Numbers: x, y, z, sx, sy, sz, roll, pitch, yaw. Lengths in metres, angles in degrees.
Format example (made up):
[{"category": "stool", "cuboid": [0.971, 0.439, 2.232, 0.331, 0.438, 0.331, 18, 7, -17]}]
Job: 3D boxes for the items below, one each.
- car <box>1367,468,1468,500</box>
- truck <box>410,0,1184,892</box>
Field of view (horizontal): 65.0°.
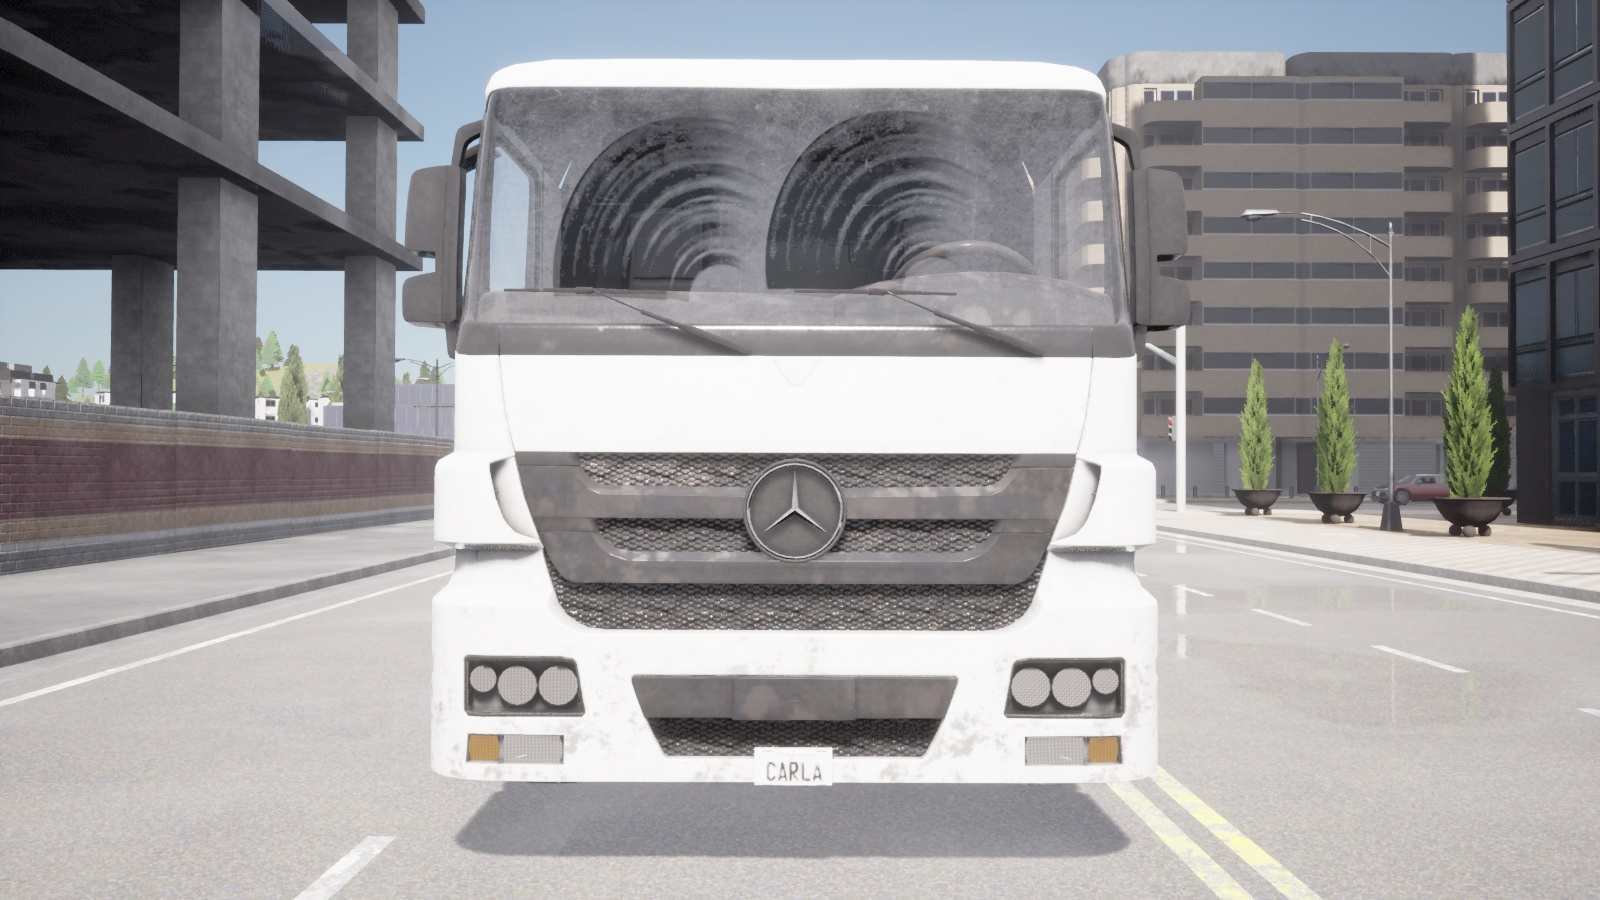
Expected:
[{"category": "car", "cuboid": [29.158, 1.603, 59.390, 3.806, 1.475, 1.970, 0, -1, 0]}, {"category": "truck", "cuboid": [-0.027, -0.022, 8.684, 2.891, 3.462, 7.936, 0, -1, 0]}]
